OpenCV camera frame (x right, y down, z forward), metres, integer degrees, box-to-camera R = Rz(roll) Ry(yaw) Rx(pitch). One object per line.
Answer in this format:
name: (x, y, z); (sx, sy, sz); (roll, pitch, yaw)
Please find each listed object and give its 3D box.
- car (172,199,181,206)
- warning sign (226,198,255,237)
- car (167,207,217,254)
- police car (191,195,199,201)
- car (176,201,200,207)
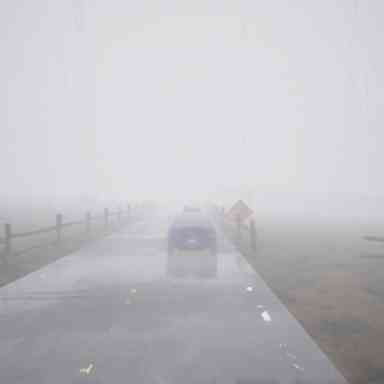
car: (-2.801, 2.147, 65.662); (1.994, 1.385, 4.181); (0, 0, 0)
warning sign: (2.458, 1.282, 17.000); (1.300, 1.860, 1.060); (1, 0, 0)
car: (0.020, 1.616, 14.255); (1.882, 1.535, 5.008); (0, 0, 0)
police car: (0.772, 2.136, 87.130); (1.930, 1.638, 5.238); (0, 0, 0)
car: (0.005, 1.779, 28.516); (2.128, 1.511, 4.902); (0, 0, 0)
